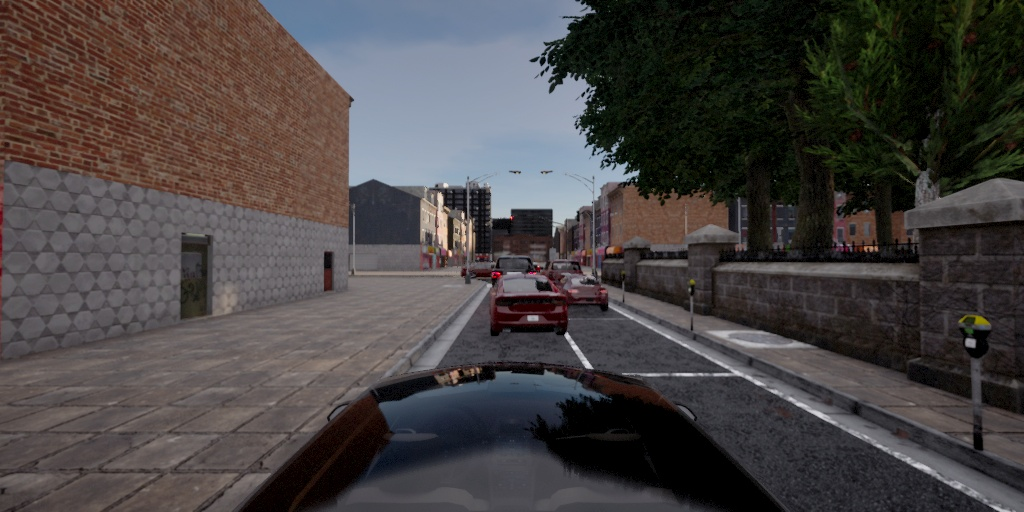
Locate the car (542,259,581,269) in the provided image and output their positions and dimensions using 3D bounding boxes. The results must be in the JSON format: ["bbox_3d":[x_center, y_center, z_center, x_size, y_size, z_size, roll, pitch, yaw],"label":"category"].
[{"bbox_3d":[2.666,1.104,19.763,2.192,1.841,5.009,0,0,0],"label":"car"}]

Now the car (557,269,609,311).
[{"bbox_3d":[2.658,1.357,14.314,1.802,1.307,4.207,0,0,0],"label":"car"}]

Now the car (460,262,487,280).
[{"bbox_3d":[-1.989,1.299,31.378,5.008,1.535,1.882,0,-1,0],"label":"car"}]

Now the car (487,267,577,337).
[{"bbox_3d":[0.292,1.244,10.472,1.882,1.535,5.008,0,0,-4],"label":"car"}]

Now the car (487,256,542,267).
[{"bbox_3d":[0.109,1.006,18.073,2.150,2.045,5.566,0,0,0],"label":"car"}]
